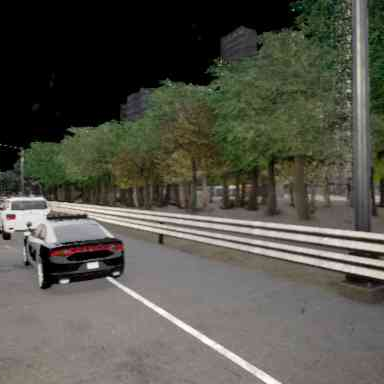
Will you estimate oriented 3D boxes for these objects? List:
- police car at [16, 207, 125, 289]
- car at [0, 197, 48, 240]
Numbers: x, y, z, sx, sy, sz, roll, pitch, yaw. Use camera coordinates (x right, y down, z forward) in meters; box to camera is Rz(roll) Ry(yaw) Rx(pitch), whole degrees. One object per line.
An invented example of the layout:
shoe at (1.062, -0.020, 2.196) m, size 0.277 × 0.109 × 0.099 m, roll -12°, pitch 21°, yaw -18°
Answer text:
police car at (-3.622, 1.448, 9.580) m, size 1.930 × 1.638 × 5.238 m, roll -1°, pitch 0°, yaw -33°
car at (-9.026, 1.306, 17.887) m, size 2.150 × 2.045 × 5.566 m, roll -1°, pitch 0°, yaw -33°
